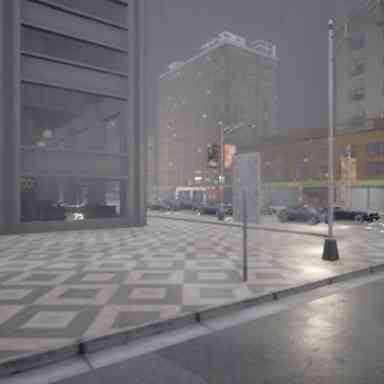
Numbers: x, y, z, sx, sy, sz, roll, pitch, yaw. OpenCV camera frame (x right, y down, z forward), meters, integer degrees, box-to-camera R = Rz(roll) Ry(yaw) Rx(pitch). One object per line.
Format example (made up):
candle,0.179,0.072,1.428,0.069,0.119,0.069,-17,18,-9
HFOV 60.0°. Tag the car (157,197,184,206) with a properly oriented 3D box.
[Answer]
car,-3.815,1.697,57.907,2.033,1.411,5.357,0,0,-37

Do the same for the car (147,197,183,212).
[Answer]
car,-3.400,1.682,40.395,1.994,1.385,4.181,0,0,-35

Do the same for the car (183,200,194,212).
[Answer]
car,-0.070,1.661,41.318,2.033,1.411,5.357,0,0,-36

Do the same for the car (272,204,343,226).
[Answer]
car,8.291,1.611,24.198,1.994,1.385,4.181,0,0,-36

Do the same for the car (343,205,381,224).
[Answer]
car,11.562,1.643,25.218,1.895,1.301,4.718,0,0,-36

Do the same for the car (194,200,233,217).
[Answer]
car,2.475,1.650,32.252,1.994,1.385,4.181,0,0,-36

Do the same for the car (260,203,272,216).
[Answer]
car,5.909,1.627,33.035,2.033,1.411,5.357,0,0,-36
